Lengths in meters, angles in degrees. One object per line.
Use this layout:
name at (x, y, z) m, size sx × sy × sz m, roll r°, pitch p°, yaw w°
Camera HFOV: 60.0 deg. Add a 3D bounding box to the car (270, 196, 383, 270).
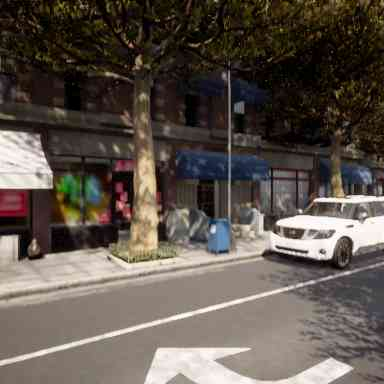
car at (5.097, 1.184, 11.255) m, size 5.566 × 2.045 × 2.435 m, roll 0°, pitch 0°, yaw -36°
